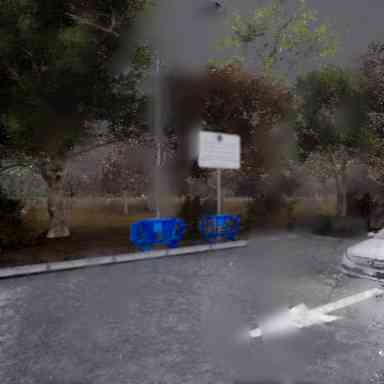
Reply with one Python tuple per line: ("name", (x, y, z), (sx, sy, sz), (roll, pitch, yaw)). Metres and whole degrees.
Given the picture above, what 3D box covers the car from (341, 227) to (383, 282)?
("car", (5.906, 1.516, 8.798), (4.674, 1.442, 1.812), (0, 0, -35))
